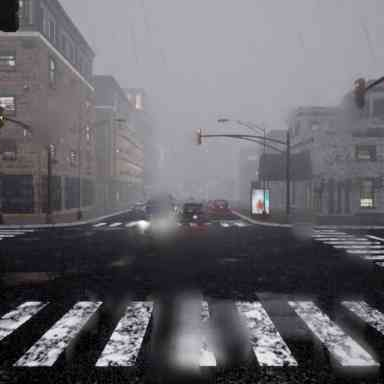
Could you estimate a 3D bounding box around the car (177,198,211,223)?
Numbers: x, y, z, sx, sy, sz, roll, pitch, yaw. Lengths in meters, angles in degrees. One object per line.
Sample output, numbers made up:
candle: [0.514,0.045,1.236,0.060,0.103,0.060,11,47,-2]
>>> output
car: [0.065,1.506,25.770,1.837,1.490,4.892,-2,0,-4]

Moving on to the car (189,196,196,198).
car: [0.008,1.565,65.094,1.812,1.442,4.674,0,0,0]

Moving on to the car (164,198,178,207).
car: [-3.166,1.587,51.318,1.994,1.385,4.181,0,0,-1]

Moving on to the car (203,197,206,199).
car: [2.624,1.597,43.194,1.802,1.307,4.206,0,0,0]

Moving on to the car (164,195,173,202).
car: [-5.813,1.592,82.876,1.752,1.417,4.829,-1,0,0]

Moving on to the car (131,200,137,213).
car: [-5.748,1.561,37.473,2.008,1.369,4.403,0,0,0]

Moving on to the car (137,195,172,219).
car: [-3.139,1.356,28.928,2.097,1.767,4.553,0,0,0]

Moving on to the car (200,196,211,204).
car: [2.592,1.591,65.981,2.008,1.369,4.403,-1,0,0]

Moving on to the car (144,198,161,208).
car: [-5.764,1.571,48.867,2.008,1.369,4.403,0,0,0]

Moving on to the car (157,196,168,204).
car: [-5.789,1.565,65.787,1.752,1.417,4.829,0,0,0]

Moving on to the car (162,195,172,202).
car: [-5.807,1.497,77.349,1.967,1.590,4.097,0,0,0]

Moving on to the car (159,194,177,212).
car: [-3.153,1.233,39.559,2.150,2.045,5.566,0,0,-1]

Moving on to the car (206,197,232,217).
car: [2.639,1.446,31.801,1.967,1.590,4.097,0,0,0]

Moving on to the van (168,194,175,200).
van: [-5.832,1.430,94.440,1.690,1.788,3.998,-1,0,0]
